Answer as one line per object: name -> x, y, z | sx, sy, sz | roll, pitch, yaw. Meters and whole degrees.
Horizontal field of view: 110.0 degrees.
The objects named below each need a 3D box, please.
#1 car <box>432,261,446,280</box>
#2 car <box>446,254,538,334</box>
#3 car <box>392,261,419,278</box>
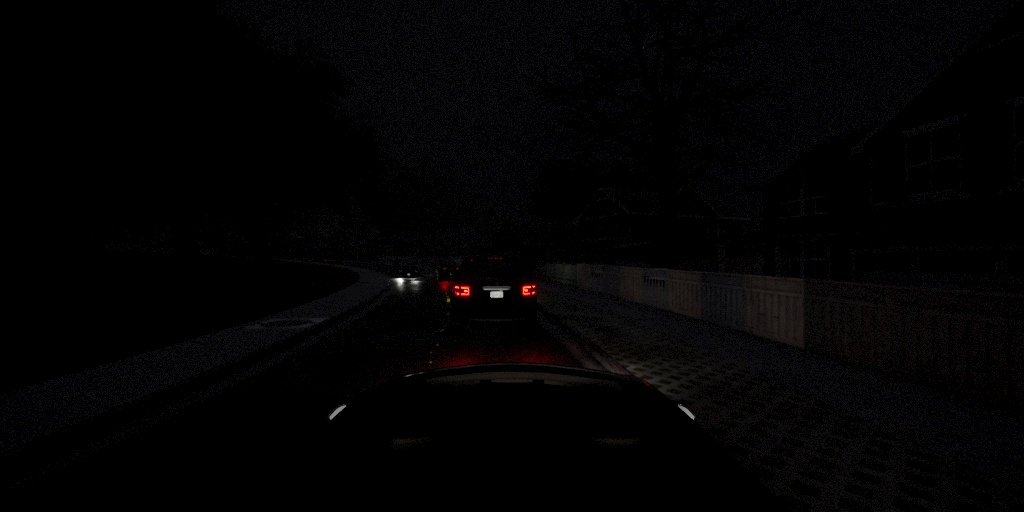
car -> -5.498, 1.171, 29.957 | 2.128, 1.511, 4.902 | 0, 0, -20
car -> -0.658, 0.972, 10.867 | 2.150, 2.045, 5.566 | 0, 0, -7
car -> -9.902, 1.180, 33.068 | 2.033, 1.411, 5.357 | 0, 0, -24
